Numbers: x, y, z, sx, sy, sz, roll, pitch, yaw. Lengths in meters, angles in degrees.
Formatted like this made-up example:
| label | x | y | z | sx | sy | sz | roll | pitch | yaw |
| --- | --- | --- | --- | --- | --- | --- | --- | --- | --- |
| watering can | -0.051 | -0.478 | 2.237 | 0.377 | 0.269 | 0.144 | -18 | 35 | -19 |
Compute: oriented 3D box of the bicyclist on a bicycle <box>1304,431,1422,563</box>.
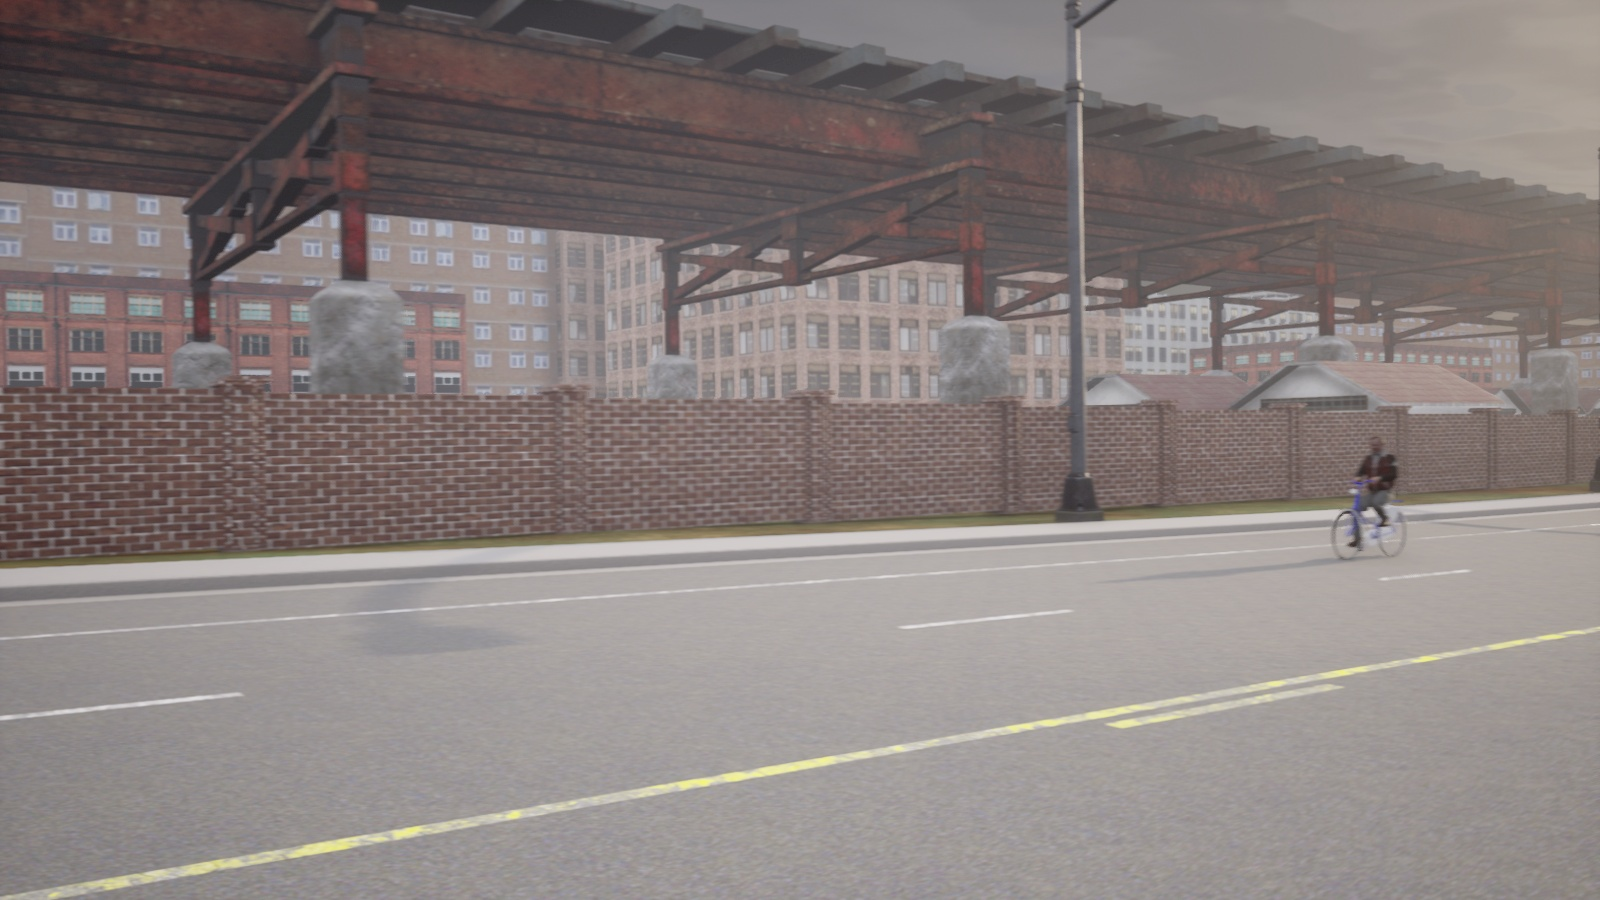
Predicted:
| label | x | y | z | sx | sy | sz | roll | pitch | yaw |
| --- | --- | --- | --- | --- | --- | --- | --- | --- | --- |
| bicyclist on a bicycle | 7.964 | 0.640 | 17.730 | 1.843 | 1.776 | 0.659 | 0 | 0 | -35 |
